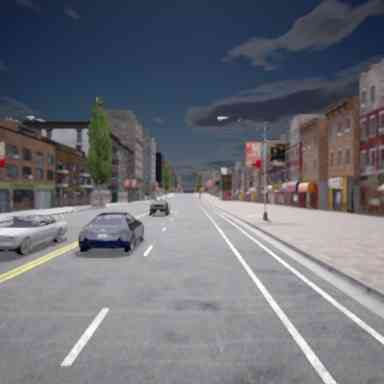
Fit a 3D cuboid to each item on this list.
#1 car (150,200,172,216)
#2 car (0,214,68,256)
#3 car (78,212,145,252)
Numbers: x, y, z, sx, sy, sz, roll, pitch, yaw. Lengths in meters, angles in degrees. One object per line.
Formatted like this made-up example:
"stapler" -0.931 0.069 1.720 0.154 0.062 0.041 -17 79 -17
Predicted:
"car" -3.194 1.560 33.847 1.837 1.490 4.892 0 0 0
"car" -6.615 1.562 13.007 1.895 1.301 4.718 0 0 0
"car" -3.167 1.523 13.792 1.994 1.385 4.181 0 0 0
